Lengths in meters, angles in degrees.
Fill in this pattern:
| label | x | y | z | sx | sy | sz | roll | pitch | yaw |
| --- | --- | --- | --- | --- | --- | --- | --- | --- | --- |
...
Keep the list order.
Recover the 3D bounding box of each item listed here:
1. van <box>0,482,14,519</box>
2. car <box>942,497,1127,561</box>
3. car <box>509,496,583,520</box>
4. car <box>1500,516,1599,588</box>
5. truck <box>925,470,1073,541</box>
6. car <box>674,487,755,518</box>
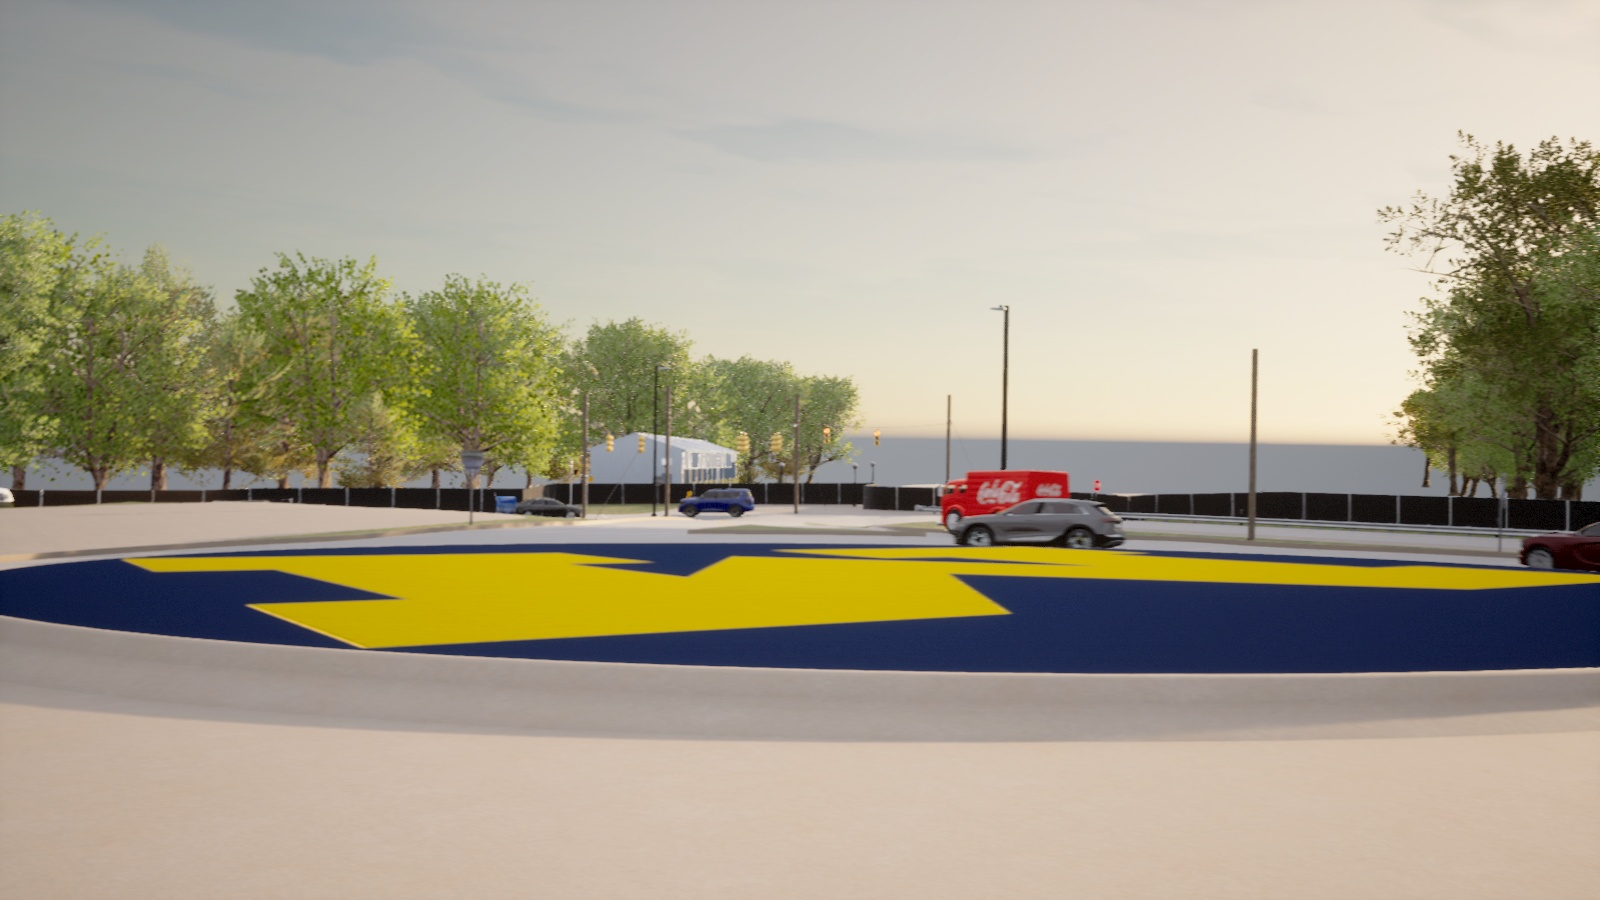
| label | x | y | z | sx | sy | sz | roll | pitch | yaw |
| --- | --- | --- | --- | --- | --- | --- | --- | --- | --- |
| van | -47.494 | 2.880 | 71.367 | 4.480 | 2.038 | 2.069 | 2 | 0 | -42 |
| car | 6.736 | 2.267 | 36.131 | 4.856 | 1.649 | 2.033 | 0 | -5 | 24 |
| car | -17.714 | 4.012 | 87.560 | 4.892 | 1.490 | 1.837 | 2 | 1 | -18 |
| car | 19.333 | 2.438 | 29.386 | 1.882 | 1.535 | 5.008 | 1 | 0 | -25 |
| truck | 7.457 | 2.104 | 47.459 | 2.627 | 2.467 | 5.204 | 4 | -4 | -34 |
| car | -6.204 | 3.833 | 91.493 | 5.566 | 2.045 | 2.150 | 0 | 2 | 6 |
